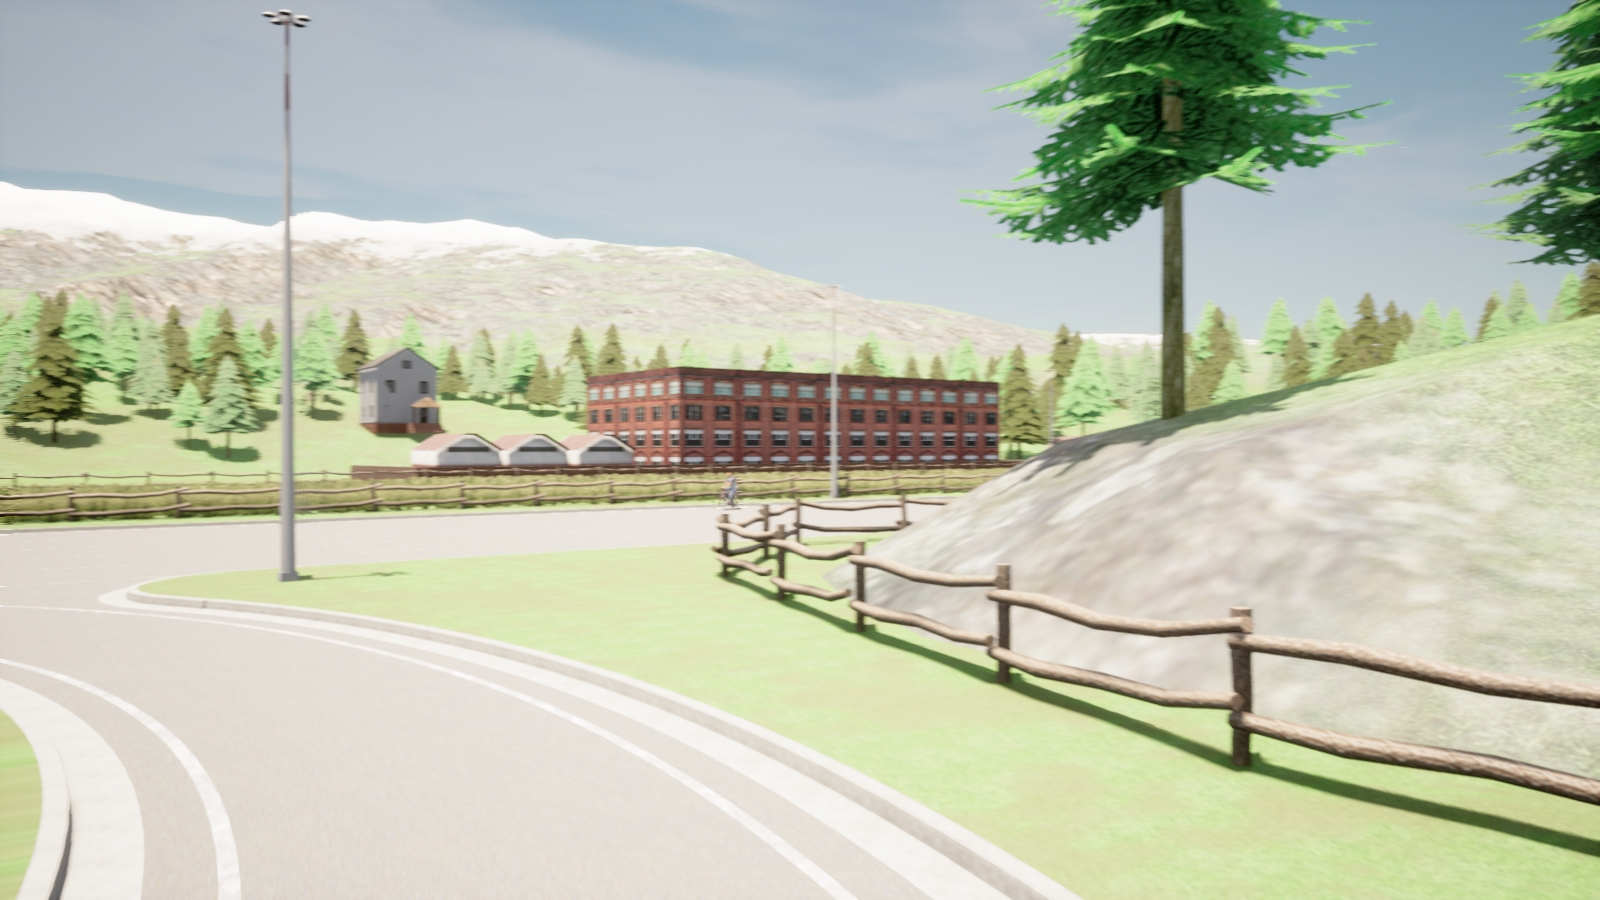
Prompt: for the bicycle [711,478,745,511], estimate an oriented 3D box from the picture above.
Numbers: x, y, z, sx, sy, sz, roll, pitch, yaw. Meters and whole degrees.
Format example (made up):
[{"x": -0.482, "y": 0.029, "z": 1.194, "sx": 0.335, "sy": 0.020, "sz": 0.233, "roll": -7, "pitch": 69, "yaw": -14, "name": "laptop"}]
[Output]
[{"x": -3.347, "y": 2.060, "z": 53.214, "sx": 1.643, "sy": 1.496, "sz": 0.373, "roll": 0, "pitch": 0, "yaw": -36, "name": "bicycle"}]
